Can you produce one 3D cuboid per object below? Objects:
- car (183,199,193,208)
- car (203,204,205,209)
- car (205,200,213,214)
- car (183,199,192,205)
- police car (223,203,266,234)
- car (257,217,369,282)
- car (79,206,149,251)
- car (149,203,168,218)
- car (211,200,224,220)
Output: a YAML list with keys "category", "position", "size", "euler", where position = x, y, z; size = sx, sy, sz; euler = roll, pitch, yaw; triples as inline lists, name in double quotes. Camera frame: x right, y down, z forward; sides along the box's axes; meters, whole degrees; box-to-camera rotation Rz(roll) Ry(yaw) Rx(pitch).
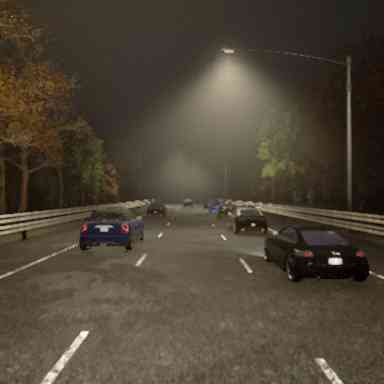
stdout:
- category: "car"
  position: [-0.721, 2.177, 63.076]
  size: [2.128, 1.511, 4.902]
  euler: [0, -1, -1]
- category: "car"
  position: [2.965, 2.097, 54.287]
  size: [2.163, 1.488, 4.792]
  euler: [0, -1, -1]
- category: "car"
  position: [3.166, 1.953, 43.222]
  size: [1.882, 1.535, 5.008]
  euler: [0, -1, -1]
- category: "car"
  position: [-1.137, 2.272, 78.949]
  size: [1.994, 1.385, 4.181]
  euler: [0, -1, -2]
- category: "police car"
  position: [3.426, 1.662, 21.261]
  size: [1.930, 1.638, 5.238]
  euler: [0, -1, 0]
- category: "car"
  position: [3.487, 1.676, 10.112]
  size: [1.994, 1.385, 4.181]
  euler: [0, -1, 0]
- category: "car"
  position: [-3.441, 1.521, 15.104]
  size: [2.097, 1.767, 4.553]
  euler: [0, -1, 0]
- category: "car"
  position: [-3.622, 1.864, 35.066]
  size: [1.882, 1.535, 5.008]
  euler: [0, -1, -1]
- category: "car"
  position: [3.320, 1.848, 32.186]
  size: [2.128, 1.511, 4.902]
  euler: [0, -1, -1]
